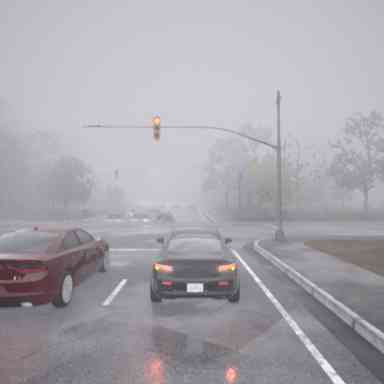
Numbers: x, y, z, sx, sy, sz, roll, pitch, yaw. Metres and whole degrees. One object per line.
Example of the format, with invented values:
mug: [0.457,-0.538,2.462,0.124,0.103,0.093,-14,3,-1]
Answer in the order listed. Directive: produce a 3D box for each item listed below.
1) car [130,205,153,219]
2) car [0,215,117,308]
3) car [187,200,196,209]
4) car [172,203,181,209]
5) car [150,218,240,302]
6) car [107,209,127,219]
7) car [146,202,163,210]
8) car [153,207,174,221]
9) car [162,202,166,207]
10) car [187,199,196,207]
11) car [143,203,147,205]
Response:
car: [-7.182,3.066,47.817,1.812,1.442,4.674,0,-2,0]
car: [-3.433,1.550,8.141,1.882,1.535,5.008,0,-1,0]
car: [-0.153,3.246,77.299,1.994,1.385,4.181,0,0,0]
car: [-3.656,3.213,78.576,1.812,1.442,4.674,0,0,0]
car: [0.064,1.600,8.286,1.812,1.442,4.674,0,-1,0]
car: [-10.684,3.085,47.715,2.033,1.411,5.357,0,-2,0]
car: [-7.170,3.250,63.317,1.882,1.535,5.008,0,0,0]
car: [-3.483,2.995,43.132,1.895,1.301,4.718,0,-2,0]
car: [-7.156,3.158,78.450,1.882,1.535,5.008,0,0,0]
car: [-0.264,2.829,87.033,2.097,1.767,4.553,0,0,-4]
car: [-10.660,3.319,64.437,2.033,1.411,5.357,0,0,0]
